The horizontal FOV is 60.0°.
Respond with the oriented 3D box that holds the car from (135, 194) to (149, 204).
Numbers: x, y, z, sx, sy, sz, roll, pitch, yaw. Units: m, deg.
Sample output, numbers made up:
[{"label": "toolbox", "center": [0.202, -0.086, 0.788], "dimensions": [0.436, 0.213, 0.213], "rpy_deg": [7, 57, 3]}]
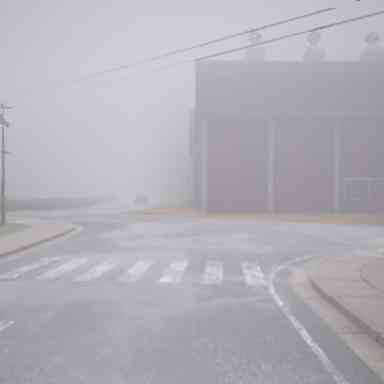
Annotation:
[{"label": "car", "center": [-8.122, 1.131, 54.004], "dimensions": [1.837, 1.490, 4.892], "rpy_deg": [0, 0, -2]}]
